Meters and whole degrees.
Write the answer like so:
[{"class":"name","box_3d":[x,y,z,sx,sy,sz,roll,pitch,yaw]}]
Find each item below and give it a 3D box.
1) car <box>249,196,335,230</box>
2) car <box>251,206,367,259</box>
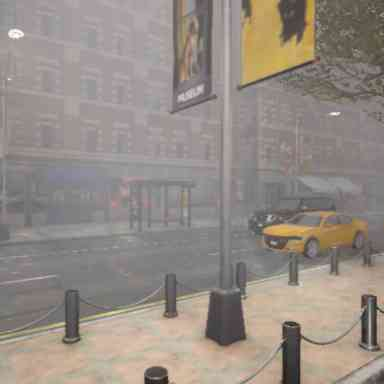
[{"class":"car","box_3d":[5.568,1.260,17.791,5.566,2.045,2.150,0,0,-35]},{"class":"car","box_3d":[4.871,1.507,12.995,5.008,1.535,1.882,0,0,-35]}]
